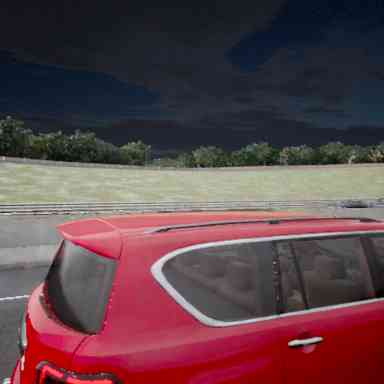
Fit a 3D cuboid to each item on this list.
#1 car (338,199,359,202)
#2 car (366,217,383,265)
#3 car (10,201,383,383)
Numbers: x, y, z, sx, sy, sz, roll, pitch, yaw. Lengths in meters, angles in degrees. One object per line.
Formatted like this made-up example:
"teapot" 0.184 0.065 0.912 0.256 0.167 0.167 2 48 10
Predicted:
"car" 16.140 1.507 34.493 4.902 1.511 2.128 0 0 -26
"car" 8.483 1.550 11.020 5.357 1.411 2.033 0 0 -26
"car" 1.209 1.220 3.551 5.566 2.045 2.150 0 0 -26
